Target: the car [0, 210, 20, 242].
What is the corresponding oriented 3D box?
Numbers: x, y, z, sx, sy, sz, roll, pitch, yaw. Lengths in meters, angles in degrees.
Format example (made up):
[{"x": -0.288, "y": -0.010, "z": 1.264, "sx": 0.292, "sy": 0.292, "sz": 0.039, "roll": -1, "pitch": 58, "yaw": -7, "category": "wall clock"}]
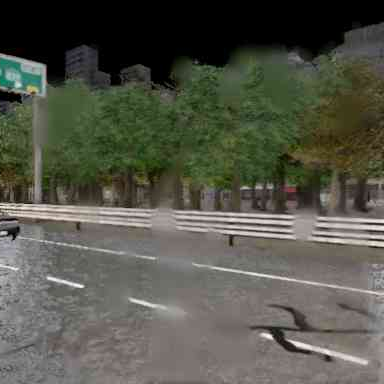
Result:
[{"x": -9.717, "y": 1.487, "z": 15.107, "sx": 4.902, "sy": 1.511, "sz": 2.128, "roll": 0, "pitch": 0, "yaw": 36, "category": "car"}]
